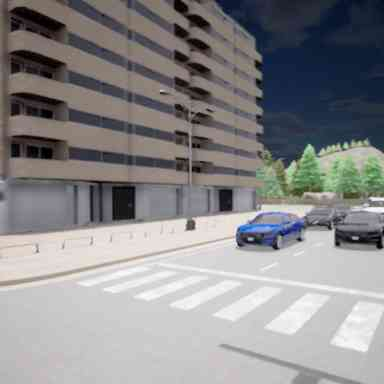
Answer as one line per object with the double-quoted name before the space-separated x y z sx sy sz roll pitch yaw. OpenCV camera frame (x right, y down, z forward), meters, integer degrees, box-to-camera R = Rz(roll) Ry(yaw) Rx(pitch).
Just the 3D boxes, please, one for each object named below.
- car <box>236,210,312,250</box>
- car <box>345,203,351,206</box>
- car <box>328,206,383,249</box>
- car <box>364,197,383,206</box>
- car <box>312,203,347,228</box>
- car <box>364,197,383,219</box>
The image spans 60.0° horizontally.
"car" 3.848 1.681 15.700 1.882 1.535 5.008 -1 -1 36
"car" 14.421 1.837 31.833 1.837 1.490 4.892 -1 -1 24
"car" 8.118 1.634 15.665 1.882 1.535 5.008 -1 -1 35
"car" 13.699 1.437 23.639 2.150 2.045 5.566 -1 -1 34
"car" 9.218 1.765 23.297 1.837 1.490 4.892 -1 -1 35
"car" 18.776 1.526 33.113 2.150 2.045 5.566 -1 -1 19
